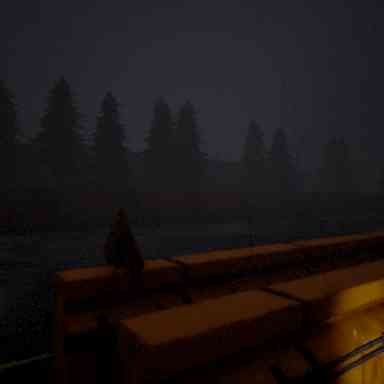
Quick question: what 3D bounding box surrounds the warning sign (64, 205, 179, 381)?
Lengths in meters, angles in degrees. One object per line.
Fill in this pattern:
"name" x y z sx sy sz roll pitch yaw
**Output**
"warning sign" -0.982 1.132 4.459 1.060 1.860 1.300 1 0 -35
